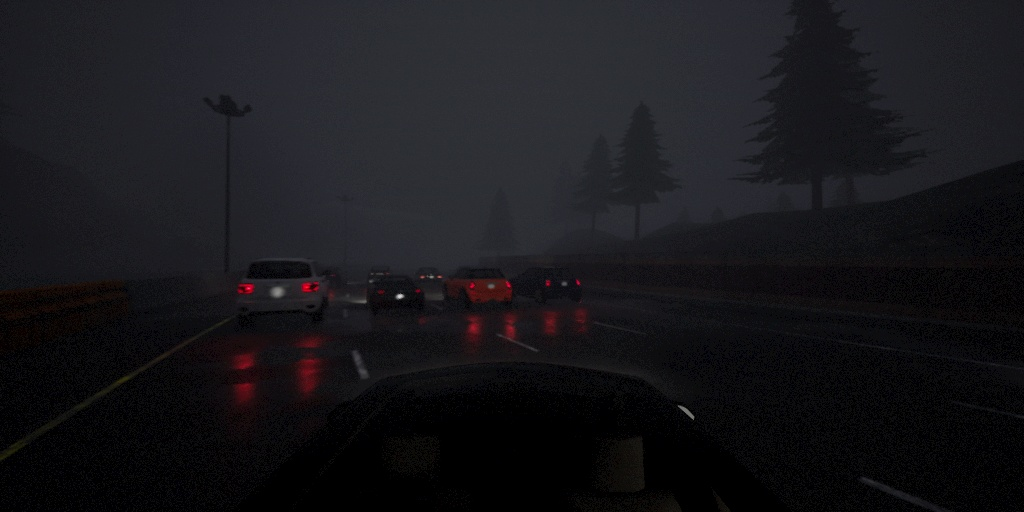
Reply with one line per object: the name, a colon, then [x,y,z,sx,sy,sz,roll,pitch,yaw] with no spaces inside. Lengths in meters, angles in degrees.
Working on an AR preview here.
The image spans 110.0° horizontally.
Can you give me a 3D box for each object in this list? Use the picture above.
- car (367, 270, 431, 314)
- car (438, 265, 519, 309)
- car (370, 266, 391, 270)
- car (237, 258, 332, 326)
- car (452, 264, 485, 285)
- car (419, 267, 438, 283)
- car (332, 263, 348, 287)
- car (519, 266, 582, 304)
car: [-4.885,1.448,14.834,1.994,1.385,4.181,0,-1,-24]
car: [-1.700,1.256,16.282,2.097,1.767,4.553,0,-1,-24]
car: [-10.183,1.509,27.887,2.128,1.511,4.902,0,-1,-18]
car: [-7.670,1.079,12.455,2.150,2.045,5.566,0,0,-25]
car: [-3.832,1.537,30.997,1.882,1.535,5.008,0,0,-18]
car: [-6.606,1.573,28.165,2.033,1.411,5.357,0,-1,-19]
car: [-13.473,1.505,26.692,1.837,1.490,4.892,0,0,-18]
car: [1.451,1.277,17.806,2.097,1.767,4.553,0,-1,-24]
